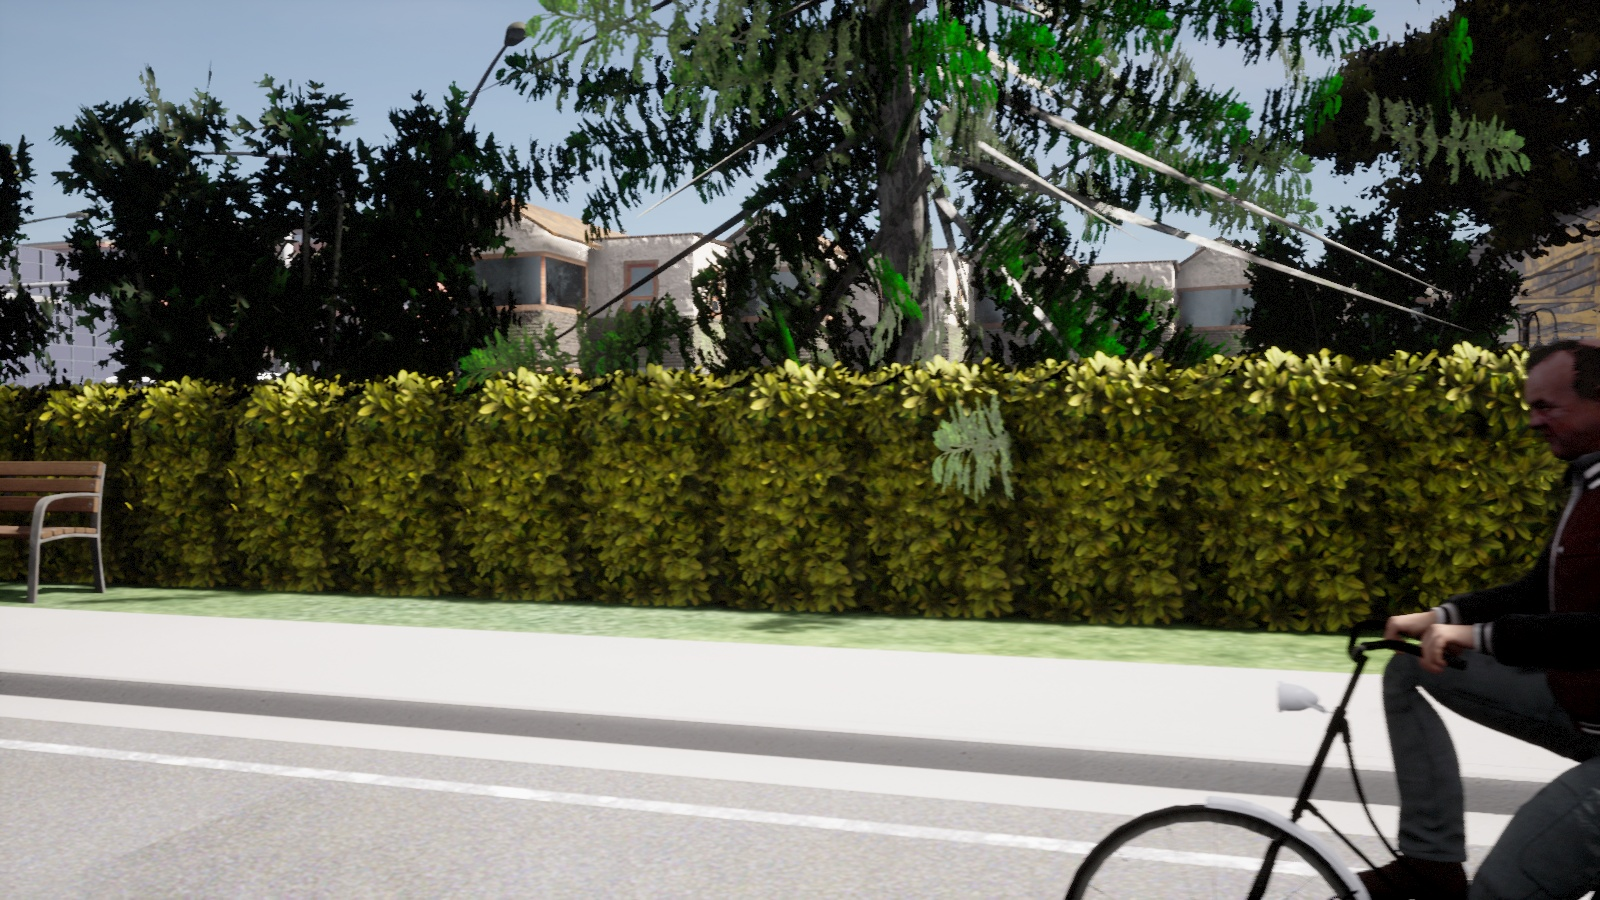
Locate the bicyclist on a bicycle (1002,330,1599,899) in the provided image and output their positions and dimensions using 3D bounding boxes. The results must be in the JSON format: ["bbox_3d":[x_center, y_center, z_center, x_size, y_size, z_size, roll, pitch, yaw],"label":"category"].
[{"bbox_3d":[1.414,0.660,2.717,1.843,1.776,0.659,0,1,19],"label":"bicyclist on a bicycle"}]

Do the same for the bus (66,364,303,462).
[{"bbox_3d":[-28.943,-1.839,59.876,3.944,4.253,10.273,0,3,18],"label":"bus"}]
